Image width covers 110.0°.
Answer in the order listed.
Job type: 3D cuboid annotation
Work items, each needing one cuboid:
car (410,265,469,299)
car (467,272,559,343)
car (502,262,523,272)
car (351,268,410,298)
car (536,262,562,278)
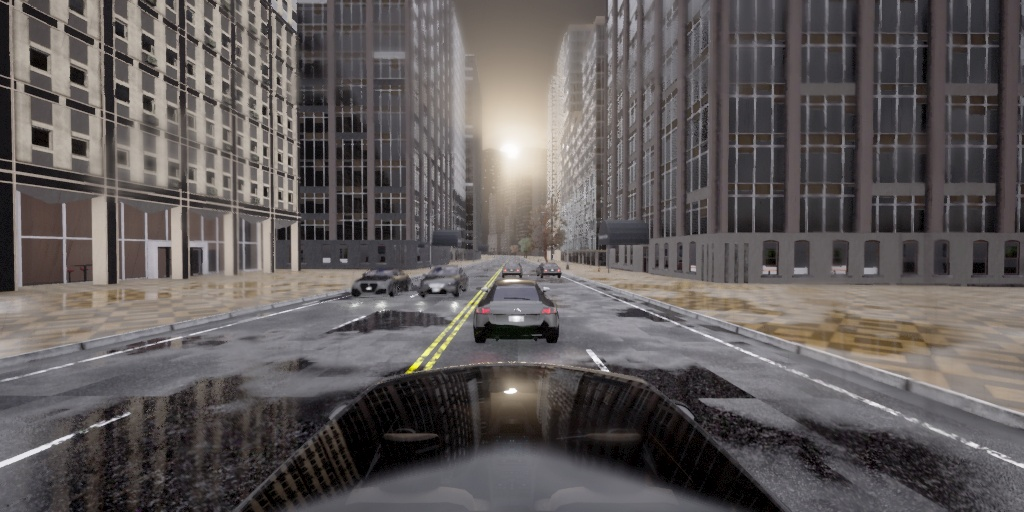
[{"bbox_3d":[-3.357,1.235,18.338,2.128,1.511,4.902,0,0,0],"label":"car"},{"bbox_3d":[0.096,1.312,9.673,1.994,1.385,4.181,0,0,0],"label":"car"},{"bbox_3d":[0.065,1.280,33.642,2.033,1.411,5.357,0,0,2],"label":"car"},{"bbox_3d":[-6.608,1.308,18.529,1.994,1.385,4.181,0,0,0],"label":"car"},{"bbox_3d":[3.356,1.280,33.291,2.033,1.411,5.357,0,0,-2],"label":"car"}]
